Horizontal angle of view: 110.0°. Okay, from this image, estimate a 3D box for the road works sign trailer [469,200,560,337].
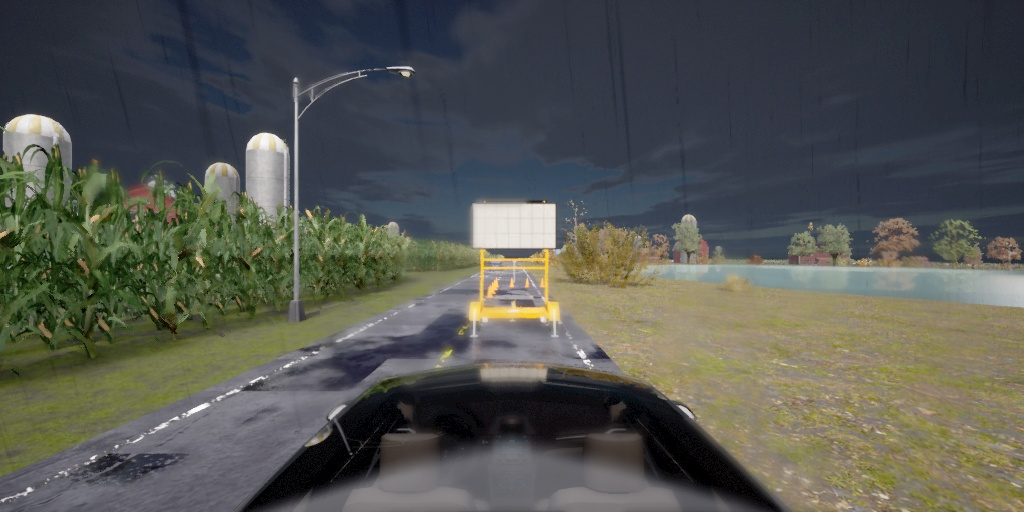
[{"bbox_3d":[0.069,0.217,10.259,2.380,3.560,2.880,0,0,0],"label":"road works sign trailer"}]

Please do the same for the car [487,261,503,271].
[{"bbox_3d":[-2.383,1.340,51.729,1.812,1.442,4.674,0,0,0],"label":"car"}]
